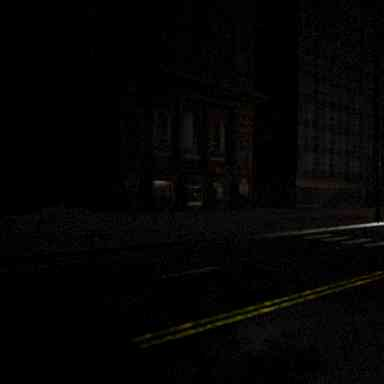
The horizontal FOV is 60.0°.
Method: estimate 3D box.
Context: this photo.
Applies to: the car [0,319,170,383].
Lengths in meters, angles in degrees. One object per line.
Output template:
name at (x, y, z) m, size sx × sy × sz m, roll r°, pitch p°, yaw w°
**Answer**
car at (-2.316, 1.594, 1.794) m, size 4.718 × 1.301 × 1.895 m, roll 1°, pitch 0°, yaw -36°
